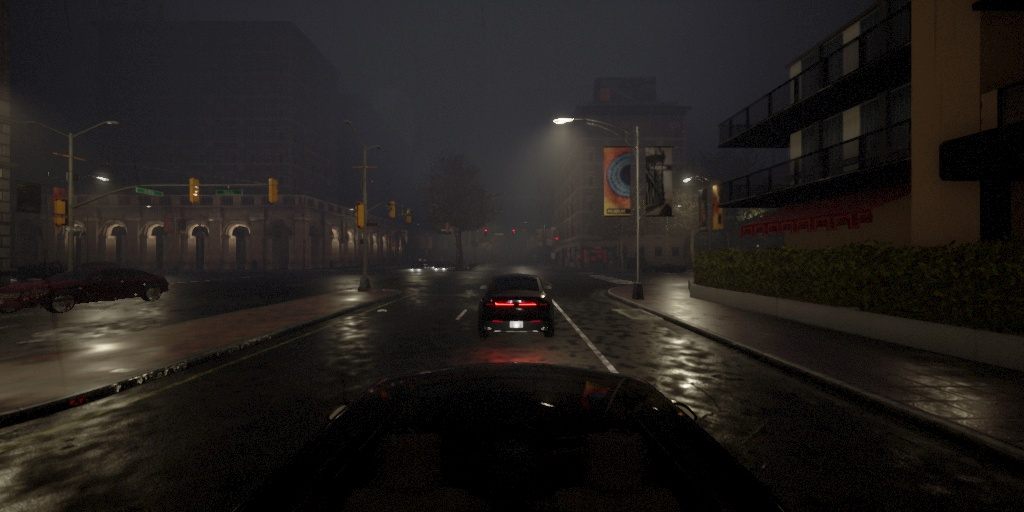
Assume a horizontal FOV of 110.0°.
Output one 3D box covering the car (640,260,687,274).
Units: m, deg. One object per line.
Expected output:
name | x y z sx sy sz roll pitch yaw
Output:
car | 16.496 1.347 39.576 4.718 1.301 1.895 0 0 0

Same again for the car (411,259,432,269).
car | -14.857 1.235 57.911 2.128 1.511 4.902 0 0 0

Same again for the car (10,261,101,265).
car | -36.930 1.238 28.836 4.902 1.511 2.128 0 0 0

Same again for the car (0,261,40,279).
car | -46.315 1.224 32.358 5.008 1.535 1.882 0 0 0

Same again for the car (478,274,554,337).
car | 0.109 1.254 10.285 1.837 1.490 4.892 0 0 0

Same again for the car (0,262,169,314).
car | -14.961 1.088 12.788 1.812 1.442 4.674 0 0 0

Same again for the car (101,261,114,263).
car | -36.674 1.224 32.335 5.008 1.535 1.882 0 0 0

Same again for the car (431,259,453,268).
car | -11.352 1.308 58.682 1.994 1.385 4.181 0 0 0
